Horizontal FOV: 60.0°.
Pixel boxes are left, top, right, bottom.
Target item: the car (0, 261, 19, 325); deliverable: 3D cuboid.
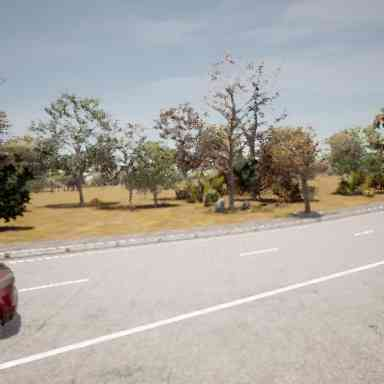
[{"bbox_3d":[-4.871,1.574,4.821,4.181,1.385,1.994,-1,0,-35],"label":"car"}]
